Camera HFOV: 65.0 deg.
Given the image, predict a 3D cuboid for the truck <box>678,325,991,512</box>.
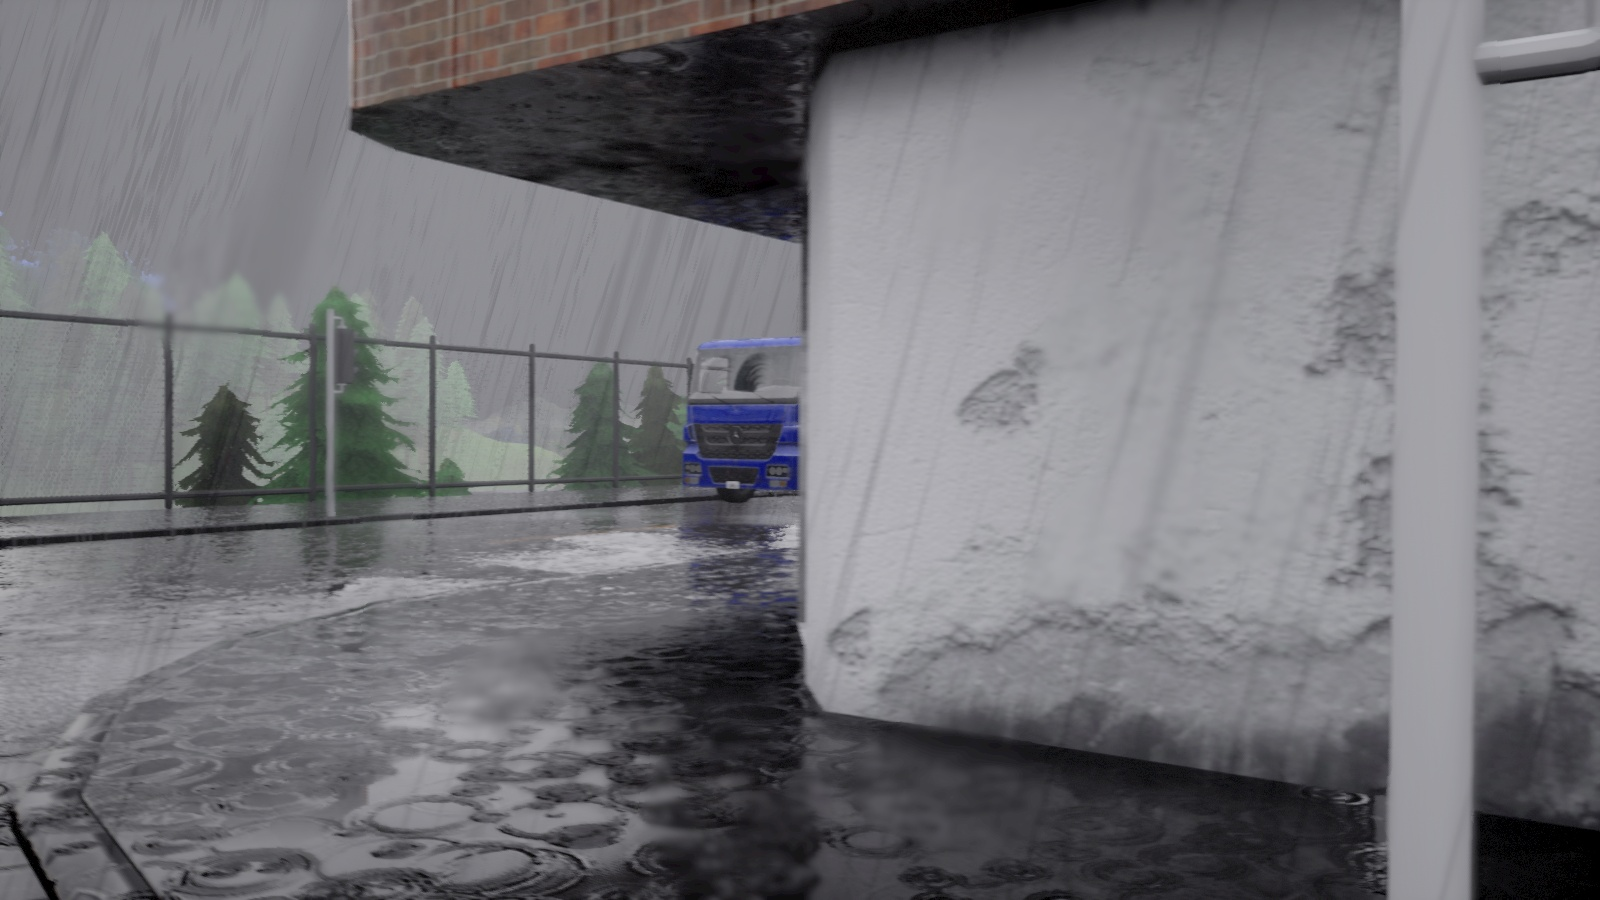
[{"bbox_3d":[1.052,-0.644,27.322,2.891,3.462,7.936,0,1,35],"label":"truck"}]
